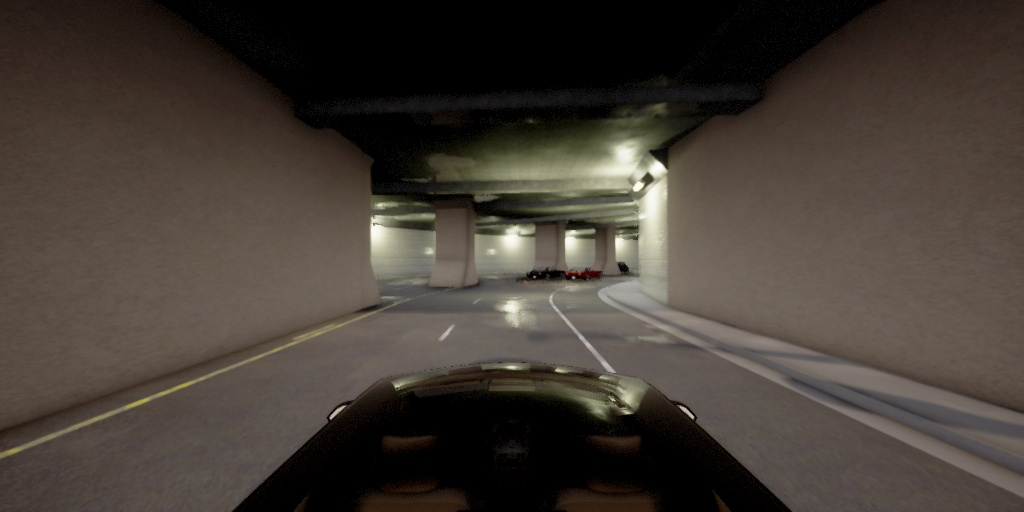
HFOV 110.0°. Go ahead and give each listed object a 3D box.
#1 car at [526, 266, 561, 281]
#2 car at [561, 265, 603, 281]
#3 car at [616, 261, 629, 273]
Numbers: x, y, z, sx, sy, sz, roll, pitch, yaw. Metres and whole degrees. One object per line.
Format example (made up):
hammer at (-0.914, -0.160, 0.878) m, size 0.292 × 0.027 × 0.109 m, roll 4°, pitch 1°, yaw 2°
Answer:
car at (3.362, 1.660, 34.813) m, size 1.895 × 1.301 × 4.718 m, roll 0°, pitch -1°, yaw 35°
car at (6.810, 1.649, 33.639) m, size 1.895 × 1.301 × 4.718 m, roll 0°, pitch -1°, yaw 37°
car at (14.821, 1.577, 52.597) m, size 4.553 × 1.767 × 2.097 m, roll 0°, pitch -1°, yaw -25°
